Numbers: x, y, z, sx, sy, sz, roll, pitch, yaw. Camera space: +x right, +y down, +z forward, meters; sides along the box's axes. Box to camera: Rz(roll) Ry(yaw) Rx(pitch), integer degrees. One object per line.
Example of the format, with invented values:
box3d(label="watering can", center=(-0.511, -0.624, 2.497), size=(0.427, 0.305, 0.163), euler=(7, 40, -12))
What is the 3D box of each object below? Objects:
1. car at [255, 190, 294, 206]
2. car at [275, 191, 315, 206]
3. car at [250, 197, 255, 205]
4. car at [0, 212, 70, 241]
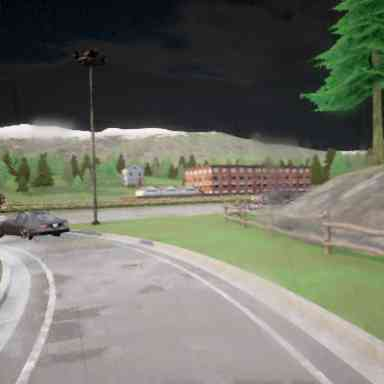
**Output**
box3d(label="car", center=(12.162, 0.797, 46.853), size=(5.566, 2.045, 2.150), euler=(-2, 0, -27))
box3d(label="car", center=(13.981, 1.015, 43.848), size=(4.902, 1.511, 2.128), euler=(-2, 0, -27))
box3d(label="car", center=(10.889, 0.962, 50.121), size=(4.553, 1.767, 2.097), euler=(-2, 0, -27))
box3d(label="car", center=(-8.928, 1.789, 18.216), size=(5.357, 1.411, 2.033), euler=(-2, 0, 36))
